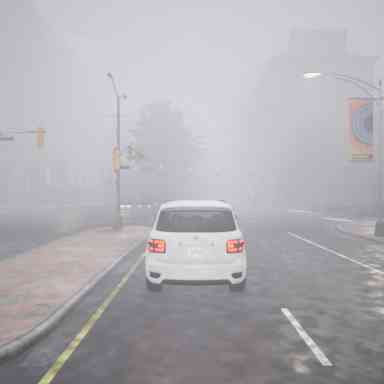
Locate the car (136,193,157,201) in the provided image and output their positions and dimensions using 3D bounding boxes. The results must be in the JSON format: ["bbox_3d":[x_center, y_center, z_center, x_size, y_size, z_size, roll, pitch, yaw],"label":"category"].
[{"bbox_3d":[-7.902,1.352,57.940,2.097,1.767,4.553,0,0,0],"label":"car"}]

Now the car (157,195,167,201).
[{"bbox_3d":[-7.733,1.552,86.256,1.994,1.385,4.181,0,0,0],"label":"car"}]

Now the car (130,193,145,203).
[{"bbox_3d":[-11.285,1.225,69.639,2.150,2.045,5.566,0,0,0],"label":"car"}]

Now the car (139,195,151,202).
[{"bbox_3d":[-11.252,1.525,80.077,2.128,1.511,4.902,0,0,0],"label":"car"}]

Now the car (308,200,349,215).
[{"bbox_3d":[13.997,1.491,32.802,4.902,1.511,2.128,0,0,0],"label":"car"}]

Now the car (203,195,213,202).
[{"bbox_3d":[3.740,1.540,77.281,2.033,1.411,5.357,0,0,0],"label":"car"}]

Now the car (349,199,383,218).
[{"bbox_3d":[16.660,1.564,29.308,4.181,1.385,1.994,0,0,0],"label":"car"}]

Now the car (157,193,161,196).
[{"bbox_3d":[-7.818,1.525,66.824,1.812,1.442,4.674,0,0,1],"label":"car"}]

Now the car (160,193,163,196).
[{"bbox_3d":[-7.764,1.225,76.441,2.150,2.045,5.566,0,0,0],"label":"car"}]

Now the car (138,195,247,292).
[{"bbox_3d":[0.099,1.221,9.059,2.150,2.045,5.566,0,0,0],"label":"car"}]

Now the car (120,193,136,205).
[{"bbox_3d":[-11.384,1.491,59.720,2.128,1.511,4.902,0,0,1],"label":"car"}]
